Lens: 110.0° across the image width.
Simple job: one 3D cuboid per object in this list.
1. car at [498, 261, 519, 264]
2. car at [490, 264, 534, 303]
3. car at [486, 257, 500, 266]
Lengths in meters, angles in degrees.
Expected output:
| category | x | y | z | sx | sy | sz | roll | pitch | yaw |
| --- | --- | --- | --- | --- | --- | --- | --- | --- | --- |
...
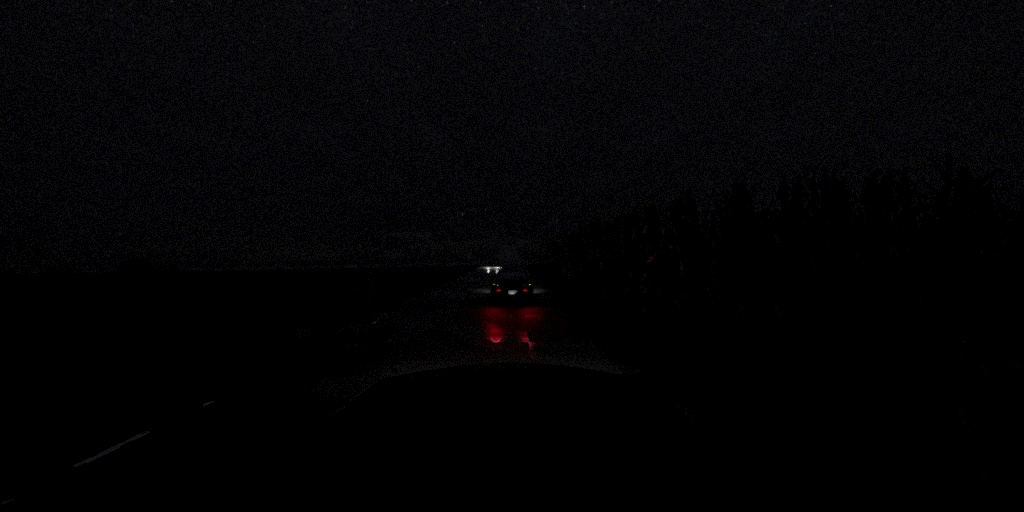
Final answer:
| category | x | y | z | sx | sy | sz | roll | pitch | yaw |
| --- | --- | --- | --- | --- | --- | --- | --- | --- | --- |
| car | 0.001 | 1.263 | 31.536 | 1.895 | 1.301 | 4.718 | 0 | 1 | 0 |
| car | 0.001 | 1.269 | 16.507 | 1.812 | 1.442 | 4.674 | 0 | 0 | 0 |
| car | -2.749 | 0.832 | 53.495 | 2.033 | 1.411 | 5.357 | 0 | 2 | 0 |
